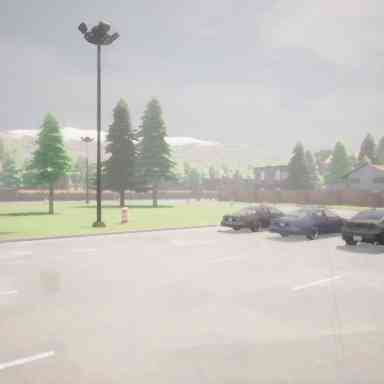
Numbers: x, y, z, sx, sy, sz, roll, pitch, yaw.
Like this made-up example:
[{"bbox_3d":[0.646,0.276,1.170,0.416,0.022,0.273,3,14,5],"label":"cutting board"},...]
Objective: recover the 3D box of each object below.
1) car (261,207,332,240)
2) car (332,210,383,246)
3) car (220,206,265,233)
[{"bbox_3d":[6.236,1.560,16.916,5.357,1.411,2.033,0,0,-35],"label":"car"},{"bbox_3d":[8.269,1.513,14.066,4.892,1.490,1.837,0,0,-35],"label":"car"},{"bbox_3d":[4.180,1.560,19.798,5.357,1.411,2.033,0,0,-35],"label":"car"}]
